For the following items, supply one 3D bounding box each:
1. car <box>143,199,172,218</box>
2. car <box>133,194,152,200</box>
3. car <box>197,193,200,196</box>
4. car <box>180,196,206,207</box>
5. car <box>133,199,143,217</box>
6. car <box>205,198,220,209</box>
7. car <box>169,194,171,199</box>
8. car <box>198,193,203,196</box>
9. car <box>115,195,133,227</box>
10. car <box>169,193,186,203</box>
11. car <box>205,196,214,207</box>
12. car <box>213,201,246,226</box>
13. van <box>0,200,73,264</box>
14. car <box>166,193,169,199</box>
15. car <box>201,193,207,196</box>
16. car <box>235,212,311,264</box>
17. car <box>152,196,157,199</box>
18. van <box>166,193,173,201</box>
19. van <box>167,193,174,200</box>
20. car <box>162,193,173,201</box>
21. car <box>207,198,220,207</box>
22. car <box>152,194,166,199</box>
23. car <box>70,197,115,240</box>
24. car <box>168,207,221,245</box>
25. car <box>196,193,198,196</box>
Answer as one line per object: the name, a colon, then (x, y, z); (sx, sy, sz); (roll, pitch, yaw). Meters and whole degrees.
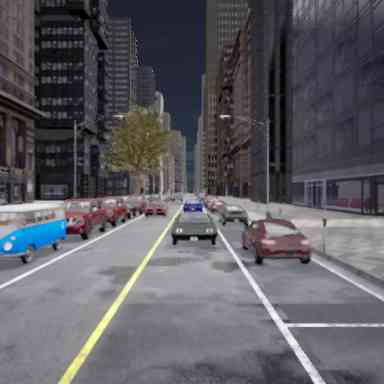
car: (-3.103, 1.566, 29.879); (1.895, 1.301, 4.718); (0, 0, 0)
car: (-5.767, 1.275, 34.176); (2.192, 1.841, 5.009); (0, 0, 0)
car: (2.753, 1.371, 73.928); (1.967, 1.590, 4.097); (0, 0, 0)
car: (0.094, 1.438, 33.766); (1.882, 1.535, 5.008); (0, 0, 0)
car: (-5.766, 1.532, 28.499); (1.947, 1.339, 4.313); (0, 0, 0)
car: (2.756, 1.532, 45.540); (1.802, 1.307, 4.206); (0, 0, 0)
car: (-5.771, 1.516, 68.241); (1.802, 1.307, 4.206); (0, 0, 0)
car: (2.754, 1.485, 68.250); (2.008, 1.369, 4.403); (0, 0, 0)
car: (-5.766, 1.288, 22.822); (2.192, 1.841, 5.009); (0, 0, 0)
car: (-3.008, 1.157, 70.416); (2.150, 2.045, 5.566); (0, 0, 0)
car: (2.757, 1.480, 40.033); (1.752, 1.417, 4.829); (0, 0, 0)
car: (2.759, 1.524, 22.830); (2.008, 1.369, 4.403); (0, 0, 0)
van: (-5.765, 1.327, 11.467); (1.690, 1.788, 3.998); (0, 0, 0)
car: (-5.771, 1.463, 62.393); (1.752, 1.417, 4.829); (0, 0, 0)
car: (2.756, 1.385, 51.218); (1.967, 1.590, 4.097); (0, 0, 0)
car: (2.761, 1.568, 11.475); (1.802, 1.307, 4.206); (0, 0, 0)
car: (-5.768, 1.506, 39.854); (2.008, 1.369, 4.403); (0, 0, 0)
van: (-5.773, 1.266, 85.273); (1.690, 1.788, 3.998); (0, 0, 0)
van: (-5.774, 1.264, 90.951); (1.690, 1.788, 3.998); (0, 0, 0)
car: (-5.773, 1.243, 79.596); (2.192, 1.841, 5.009); (0, 0, 0)
car: (2.758, 1.543, 34.185); (1.802, 1.307, 4.206); (0, 0, 0)
car: (-5.769, 1.260, 51.208); (2.192, 1.841, 5.009); (0, 0, 0)
car: (-5.765, 1.294, 17.145); (2.192, 1.841, 5.009); (0, 0, 0)
car: (0.096, 1.582, 15.524); (1.895, 1.301, 4.718); (0, 0, 0)
car: (2.752, 1.476, 85.284); (2.008, 1.369, 4.403); (0, 0, 0)
